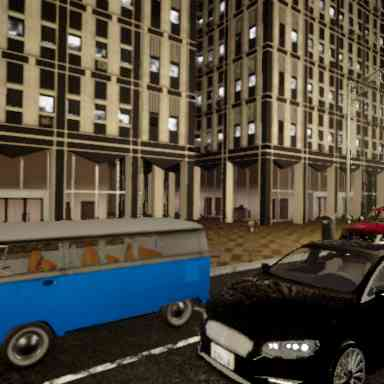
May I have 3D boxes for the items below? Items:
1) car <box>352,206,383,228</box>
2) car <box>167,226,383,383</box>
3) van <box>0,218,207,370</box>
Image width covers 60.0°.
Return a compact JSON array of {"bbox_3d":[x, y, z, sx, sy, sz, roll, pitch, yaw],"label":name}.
[{"bbox_3d":[7.354,1.433,11.794,5.009,1.841,2.192,1,0,-35],"label":"car"},{"bbox_3d":[2.323,1.535,5.035,4.902,1.511,2.128,1,0,-35],"label":"car"},{"bbox_3d":[-1.559,1.358,5.437,3.998,1.788,1.690,1,0,-35],"label":"van"}]
